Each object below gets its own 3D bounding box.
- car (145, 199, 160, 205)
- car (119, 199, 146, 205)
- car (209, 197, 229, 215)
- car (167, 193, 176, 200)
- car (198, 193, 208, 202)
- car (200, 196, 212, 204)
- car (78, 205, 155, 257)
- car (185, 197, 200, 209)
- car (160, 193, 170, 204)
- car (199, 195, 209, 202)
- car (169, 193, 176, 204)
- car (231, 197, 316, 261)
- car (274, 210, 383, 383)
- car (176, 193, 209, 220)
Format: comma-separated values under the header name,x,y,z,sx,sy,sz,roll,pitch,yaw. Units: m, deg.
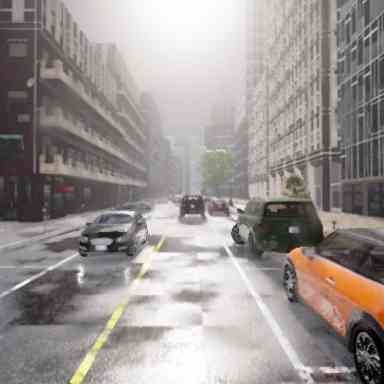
name,x,y,z,sx,sy,sz,roll,pitch,yaw
car,-5.263,1.509,38.785,2.008,1.369,4.403,1,0,0
car,-5.303,1.535,27.492,1.947,1.339,4.313,1,0,0
car,2.590,1.403,33.012,1.967,1.590,4.097,1,0,0
car,-5.402,1.239,89.604,2.192,1.841,5.009,1,0,0
car,2.646,1.243,78.230,2.192,1.841,5.009,1,0,0
car,2.600,1.490,61.275,2.008,1.369,4.403,1,0,0
car,-2.843,1.475,12.899,2.128,1.511,4.902,0,0,0
car,0.079,1.458,45.060,1.837,1.490,4.892,0,0,0
car,-5.247,1.465,61.201,1.752,1.417,4.829,1,0,0
car,2.606,1.476,72.578,1.887,1.381,4.507,1,0,0
car,-2.733,1.466,61.049,1.812,1.442,4.674,0,0,0
car,2.986,1.206,12.407,2.150,2.045,5.566,0,0,0
car,2.990,1.346,5.346,2.097,1.767,4.553,0,0,0
car,0.073,1.192,28.353,2.150,2.045,5.566,0,0,1
